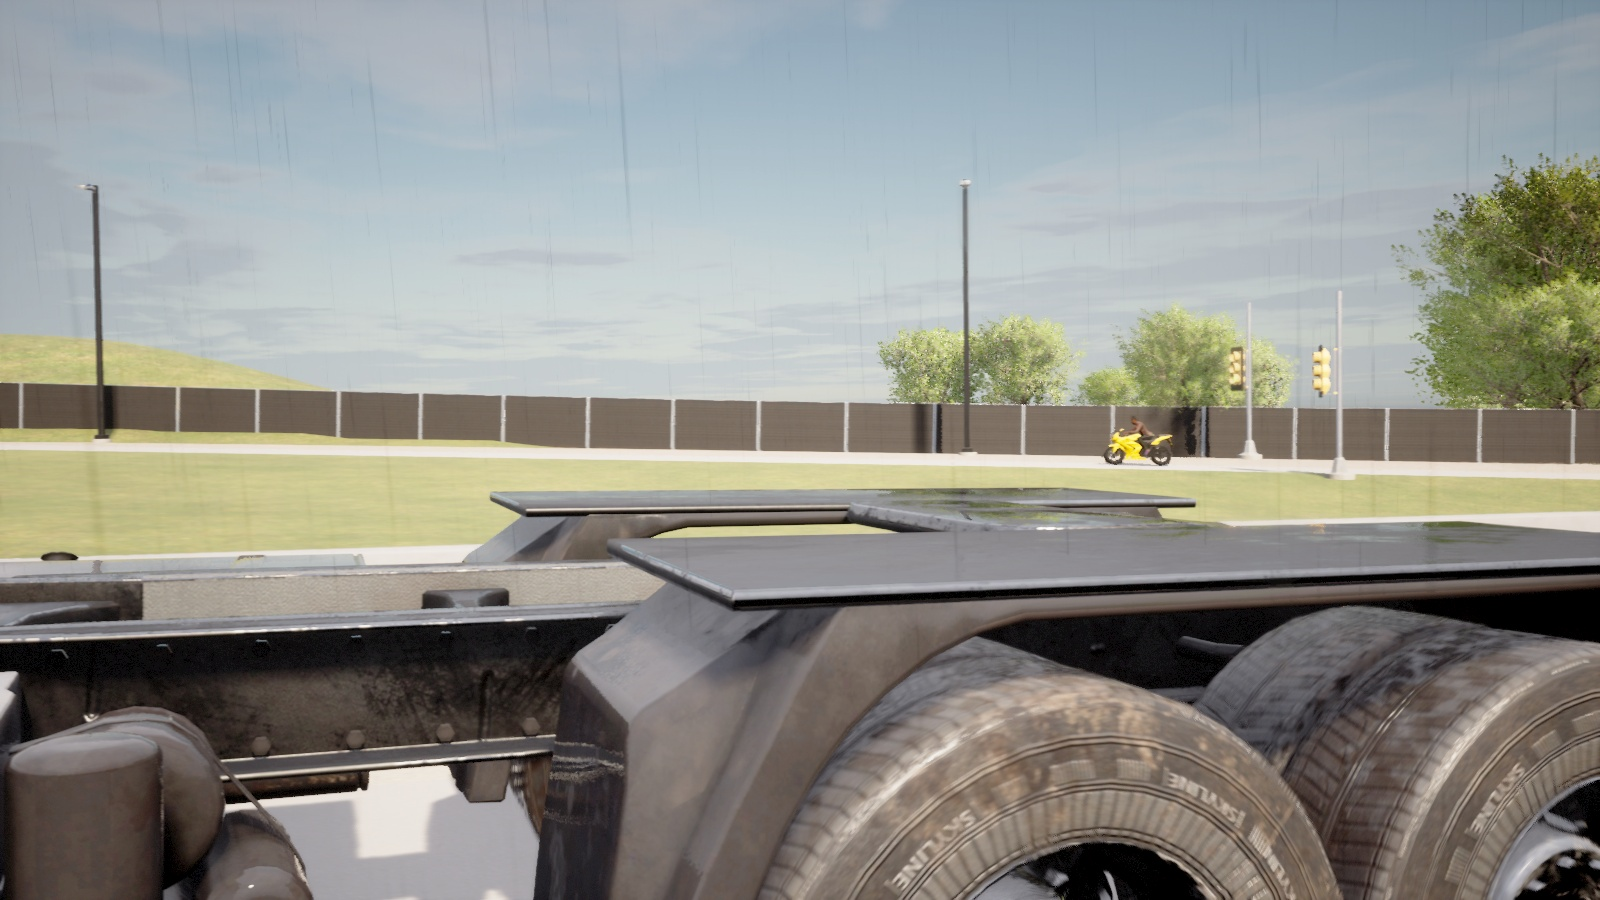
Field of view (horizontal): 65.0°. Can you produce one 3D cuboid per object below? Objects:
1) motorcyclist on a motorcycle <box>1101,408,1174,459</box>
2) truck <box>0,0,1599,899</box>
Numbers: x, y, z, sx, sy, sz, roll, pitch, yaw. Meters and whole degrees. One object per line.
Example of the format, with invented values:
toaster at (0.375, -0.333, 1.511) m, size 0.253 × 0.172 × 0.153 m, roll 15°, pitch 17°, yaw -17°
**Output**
motorcyclist on a motorcycle at (10.182, -0.500, 37.963) m, size 2.044 × 1.523 × 0.797 m, roll 0°, pitch 2°, yaw 6°
truck at (-1.484, -0.211, 2.663) m, size 7.936 × 3.462 × 2.891 m, roll -1°, pitch 1°, yaw -21°
